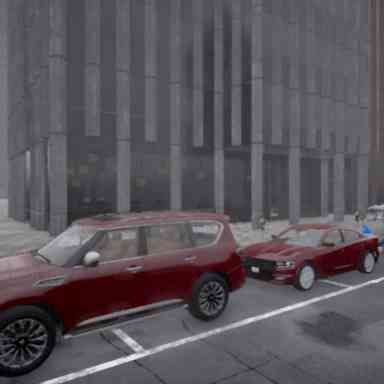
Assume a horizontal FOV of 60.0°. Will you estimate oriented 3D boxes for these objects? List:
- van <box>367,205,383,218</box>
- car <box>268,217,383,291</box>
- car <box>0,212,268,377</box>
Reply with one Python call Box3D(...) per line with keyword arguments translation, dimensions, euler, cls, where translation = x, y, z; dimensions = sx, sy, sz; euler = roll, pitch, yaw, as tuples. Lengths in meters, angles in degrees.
Box3D(translation=(7.884, 1.346, 12.273), dimensions=(3.998, 1.788, 1.690), euler=(0, 0, -35), cls="van")
Box3D(translation=(3.295, 1.548, 9.000), dimensions=(4.507, 1.381, 1.887), euler=(0, 0, -35), cls="car")
Box3D(translation=(-1.295, 1.316, 5.728), dimensions=(5.009, 1.841, 2.192), euler=(0, 0, -35), cls="car")
